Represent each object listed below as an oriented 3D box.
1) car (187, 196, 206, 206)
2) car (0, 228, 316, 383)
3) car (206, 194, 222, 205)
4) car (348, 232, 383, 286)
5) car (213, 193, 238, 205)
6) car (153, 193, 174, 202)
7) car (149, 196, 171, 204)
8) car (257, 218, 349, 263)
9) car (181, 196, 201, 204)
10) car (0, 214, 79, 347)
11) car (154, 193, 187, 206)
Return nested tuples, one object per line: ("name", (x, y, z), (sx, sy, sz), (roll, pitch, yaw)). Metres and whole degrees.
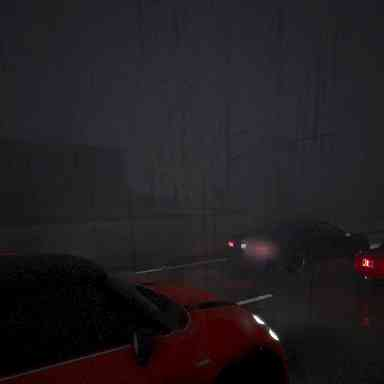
("car", (-0.596, 1.547, 55.968), (2.033, 1.411, 5.357), (0, 0, -36))
("car", (-1.252, 1.352, 2.854), (4.553, 1.767, 2.097), (0, 0, -35))
("car", (2.404, 1.547, 57.797), (2.033, 1.411, 5.357), (0, 0, -36))
("car", (6.079, 1.601, 8.122), (4.718, 1.301, 1.895), (0, 0, -35))
("car", (5.659, 1.222, 59.287), (2.150, 2.045, 5.566), (0, 0, -36))
("car", (-6.500, 1.225, 76.123), (2.150, 2.045, 5.566), (0, 0, -36))
("car", (-6.183, 1.505, 63.707), (1.837, 1.490, 4.892), (0, 0, -36))
("car", (3.507, 1.547, 10.593), (5.357, 1.411, 2.033), (0, 0, -35))
("car", (-0.220, 1.564, 67.440), (1.994, 1.385, 4.181), (0, 0, -37))
("car", (-4.310, 1.352, 4.972), (4.553, 1.767, 2.097), (0, 0, -35))
("car", (-3.628, 1.221, 54.183), (2.150, 2.045, 5.566), (0, 0, -35))
